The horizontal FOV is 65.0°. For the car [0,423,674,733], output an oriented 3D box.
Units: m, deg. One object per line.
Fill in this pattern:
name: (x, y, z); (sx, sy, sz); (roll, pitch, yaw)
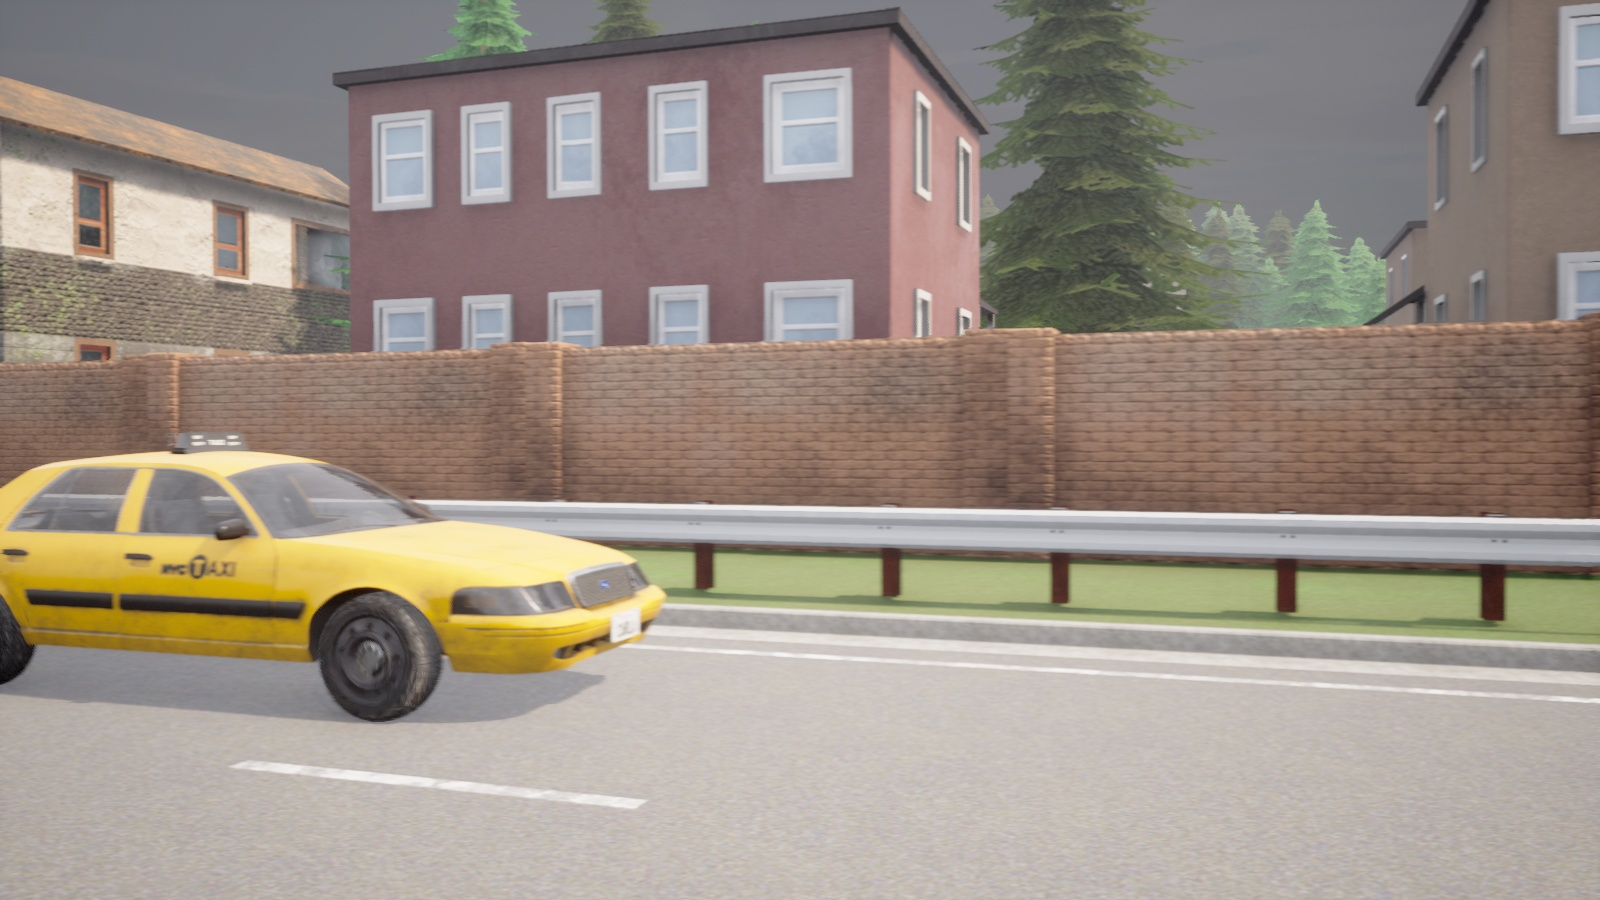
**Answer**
car: (-3.646, 0.622, 8.111); (5.366, 1.575, 1.801); (1, 1, 19)
